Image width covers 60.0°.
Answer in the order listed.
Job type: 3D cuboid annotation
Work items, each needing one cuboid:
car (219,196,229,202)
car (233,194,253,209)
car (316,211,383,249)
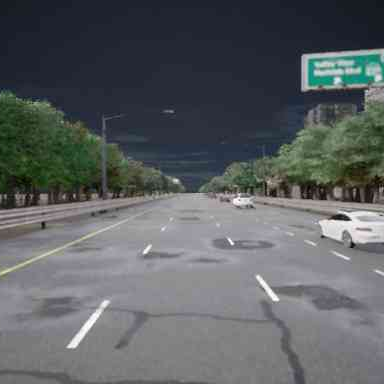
[{"bbox_3d":[7.047,1.541,73.111,1.812,1.442,4.674,0,0,0],"label":"car"},{"bbox_3d":[7.025,1.227,46.053,2.150,2.045,5.566,0,0,0],"label":"car"},{"bbox_3d":[7.005,1.536,14.412,1.812,1.442,4.674,0,0,0],"label":"car"}]
